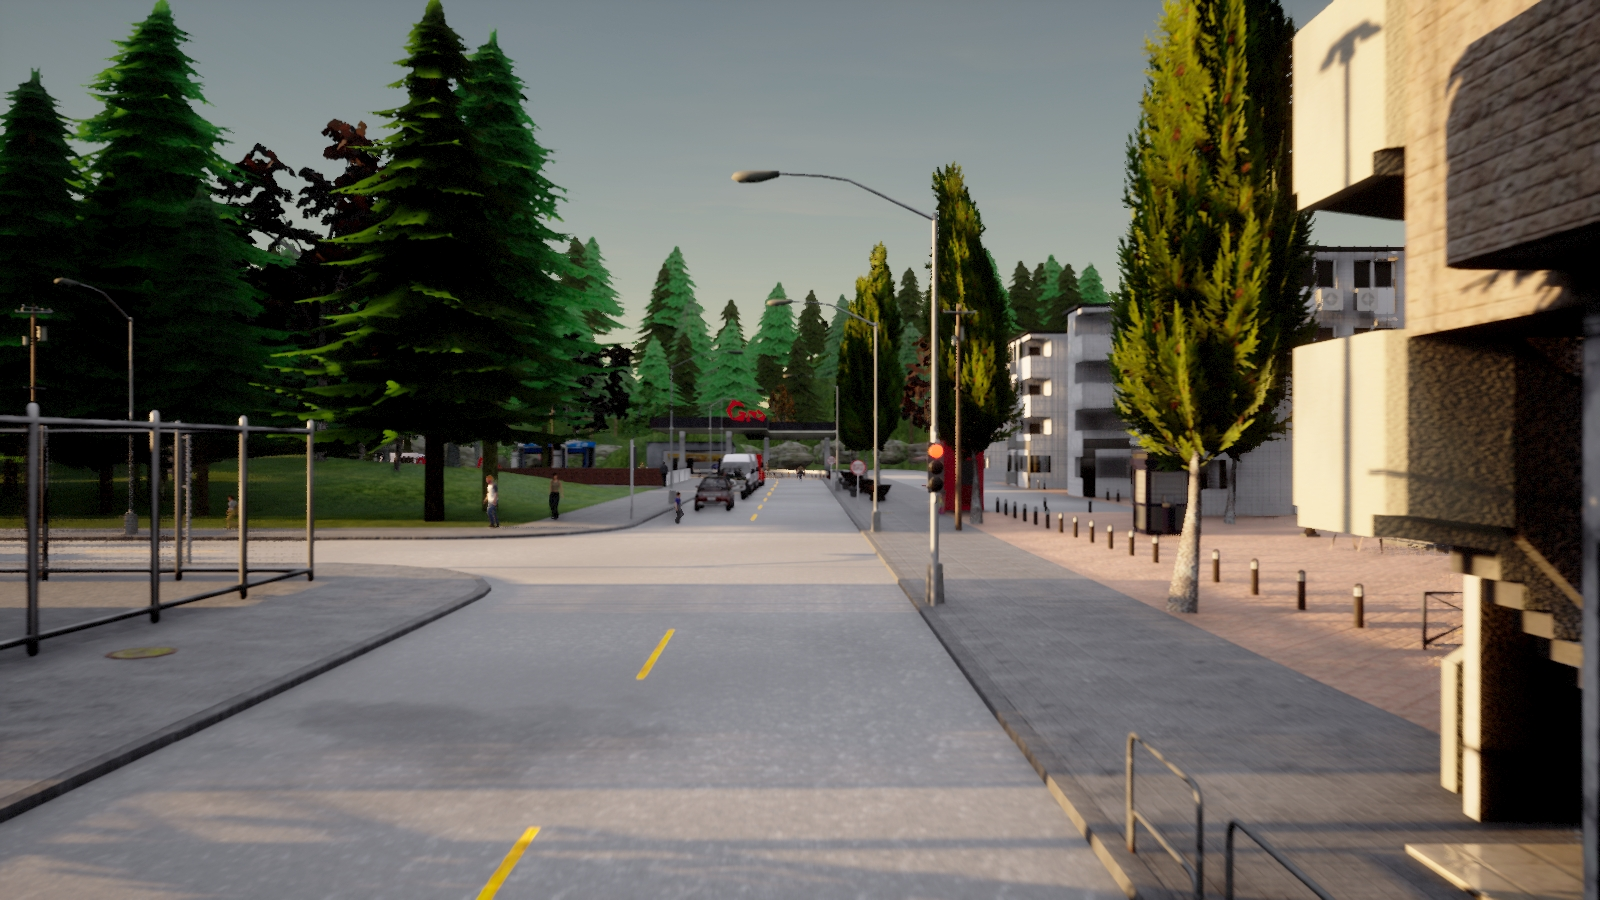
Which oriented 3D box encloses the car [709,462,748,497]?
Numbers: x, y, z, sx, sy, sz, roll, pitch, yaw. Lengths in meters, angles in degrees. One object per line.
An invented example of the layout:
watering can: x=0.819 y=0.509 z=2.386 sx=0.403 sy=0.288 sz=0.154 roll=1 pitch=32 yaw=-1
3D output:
car: x=-4.045 y=1.644 z=65.440 sx=1.932 sy=1.855 sz=4.605 roll=0 pitch=0 yaw=0

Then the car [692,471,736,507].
car: x=-3.999 y=1.806 z=53.653 sx=1.789 sy=1.549 sz=3.705 roll=0 pitch=0 yaw=0

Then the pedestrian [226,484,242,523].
pedestrian: x=-19.115 y=1.805 z=38.566 sx=0.375 sy=1.300 sz=0.375 roll=0 pitch=0 yaw=-4

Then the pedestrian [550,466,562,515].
pedestrian: x=-9.293 y=1.526 z=43.530 sx=0.375 sy=1.860 sz=0.375 roll=0 pitch=0 yaw=0

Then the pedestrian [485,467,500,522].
pedestrian: x=-10.491 y=1.524 z=38.974 sx=0.375 sy=1.860 sz=0.375 roll=0 pitch=0 yaw=-36

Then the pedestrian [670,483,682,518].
pedestrian: x=-4.672 y=1.909 z=43.111 sx=0.375 sy=1.300 sz=0.375 roll=0 pitch=0 yaw=12

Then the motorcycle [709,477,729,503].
motorcycle: x=-3.987 y=1.962 z=56.607 sx=0.856 sy=1.236 sz=1.805 roll=0 pitch=0 yaw=0

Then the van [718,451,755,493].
van: x=-3.990 y=1.315 z=72.506 sx=1.988 sy=2.561 sz=5.915 roll=0 pitch=0 yaw=0

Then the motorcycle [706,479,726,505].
motorcycle: x=-4.017 y=1.993 z=54.614 sx=0.803 sy=1.145 sz=2.033 roll=0 pitch=0 yaw=0
